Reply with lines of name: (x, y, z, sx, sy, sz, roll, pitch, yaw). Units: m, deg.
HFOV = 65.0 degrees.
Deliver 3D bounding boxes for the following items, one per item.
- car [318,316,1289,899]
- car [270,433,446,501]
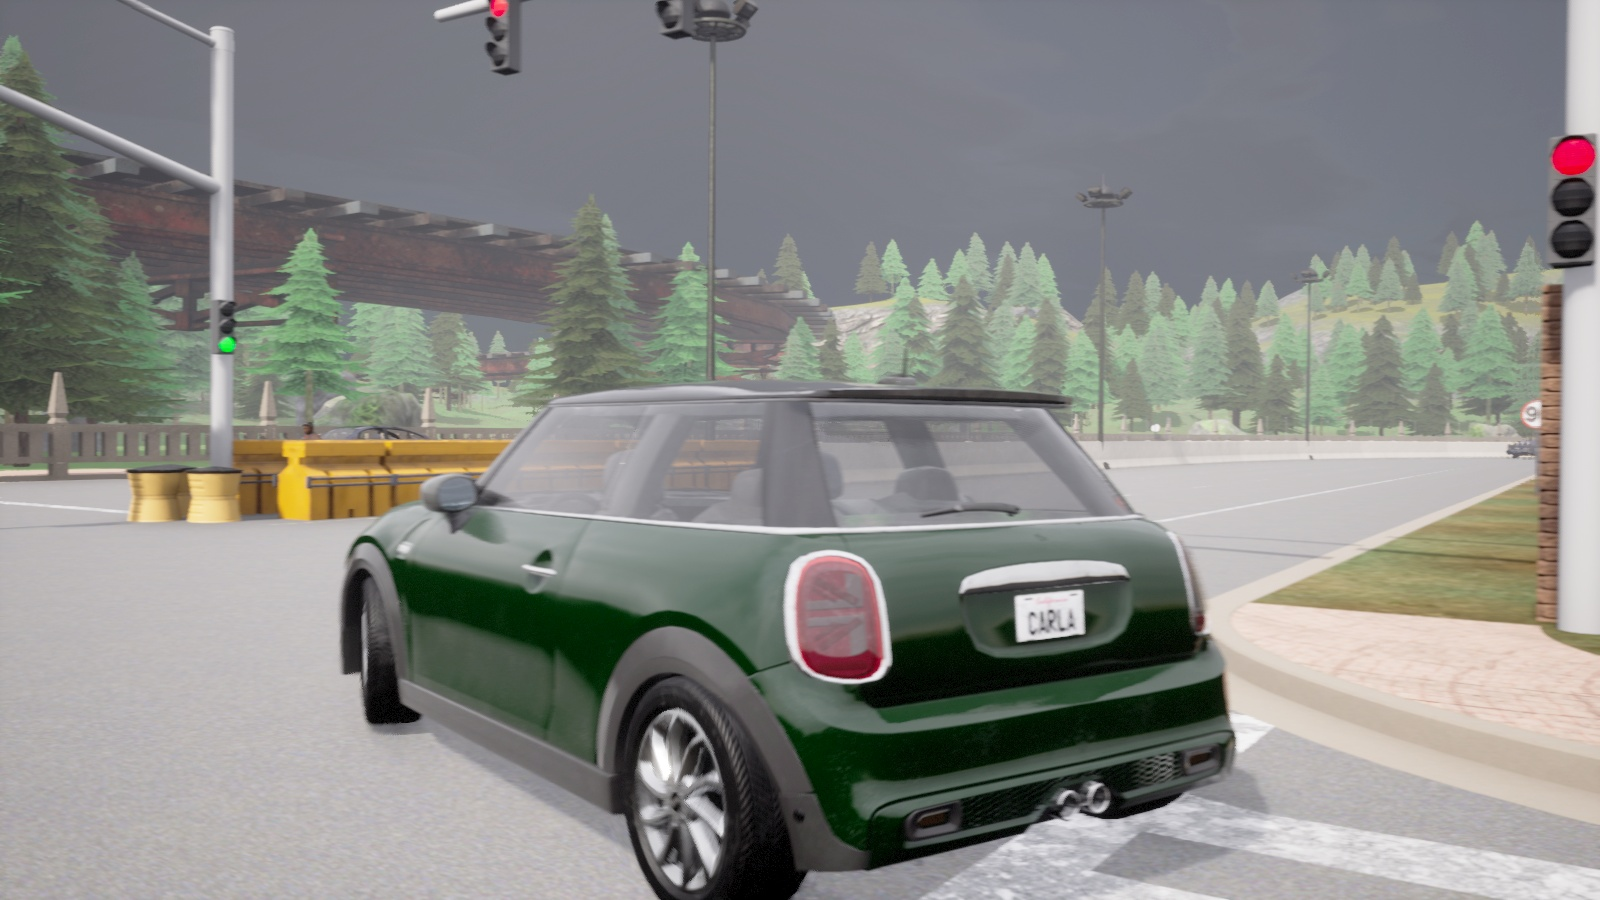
car: (-0.459, 0.513, 5.662, 2.097, 1.767, 4.553, -1, 1, -36)
car: (-10.731, 0.371, 30.686, 1.789, 1.549, 3.705, 0, 1, 33)
